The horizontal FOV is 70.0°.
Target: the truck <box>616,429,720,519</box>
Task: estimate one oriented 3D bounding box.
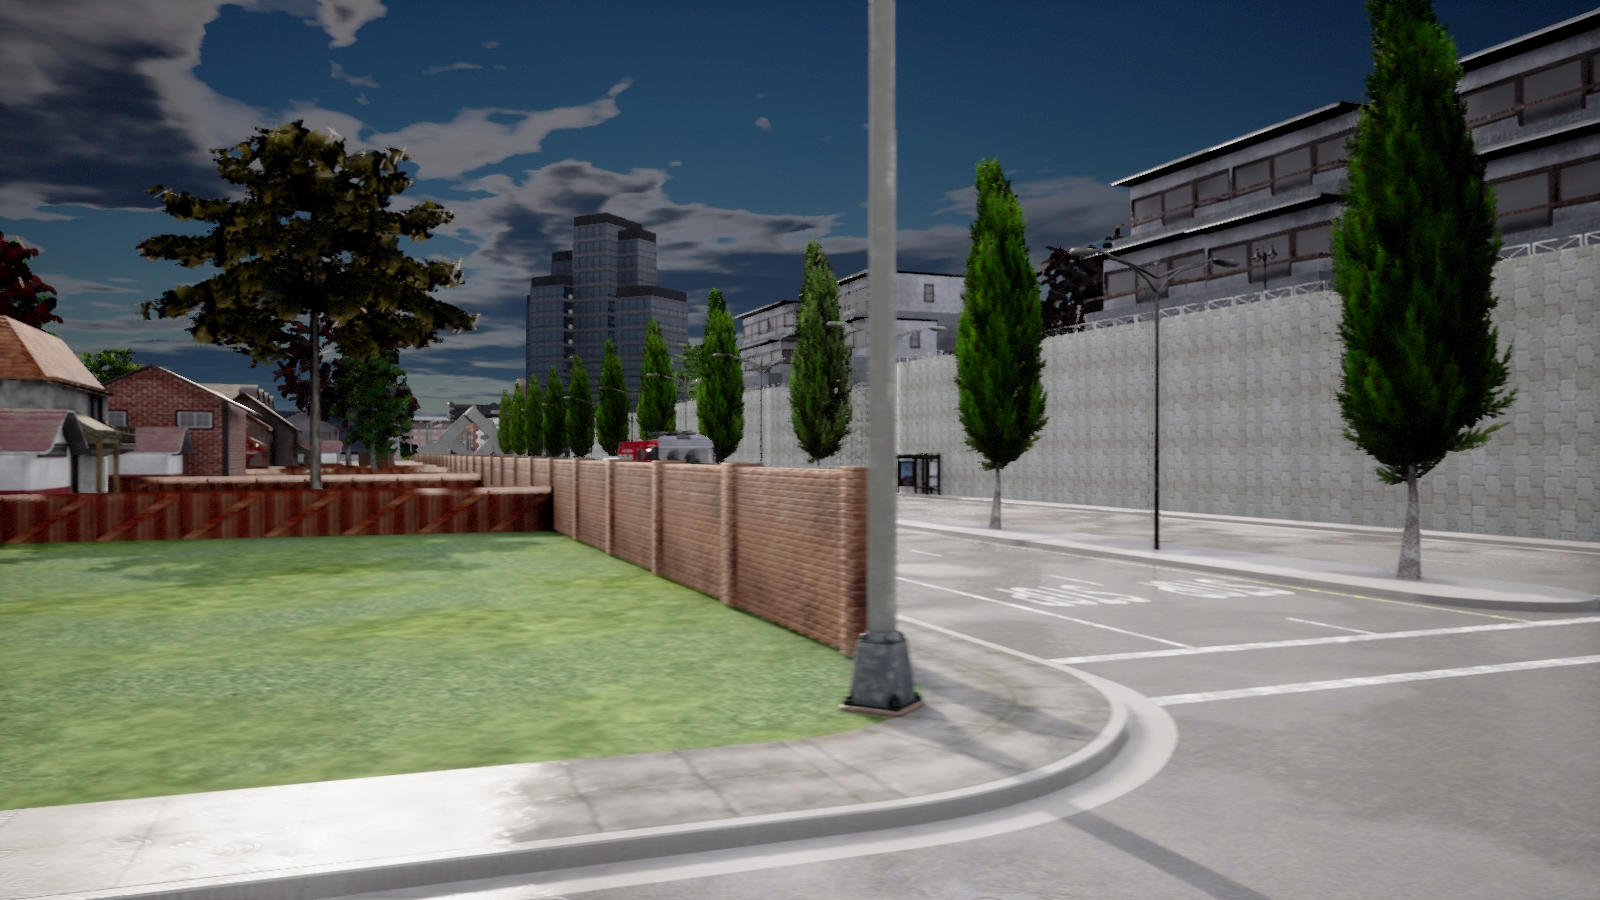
[{"bbox_3d":[-6.326,1.048,53.383,2.891,3.827,8.468,0,0,-21],"label":"truck"}]
